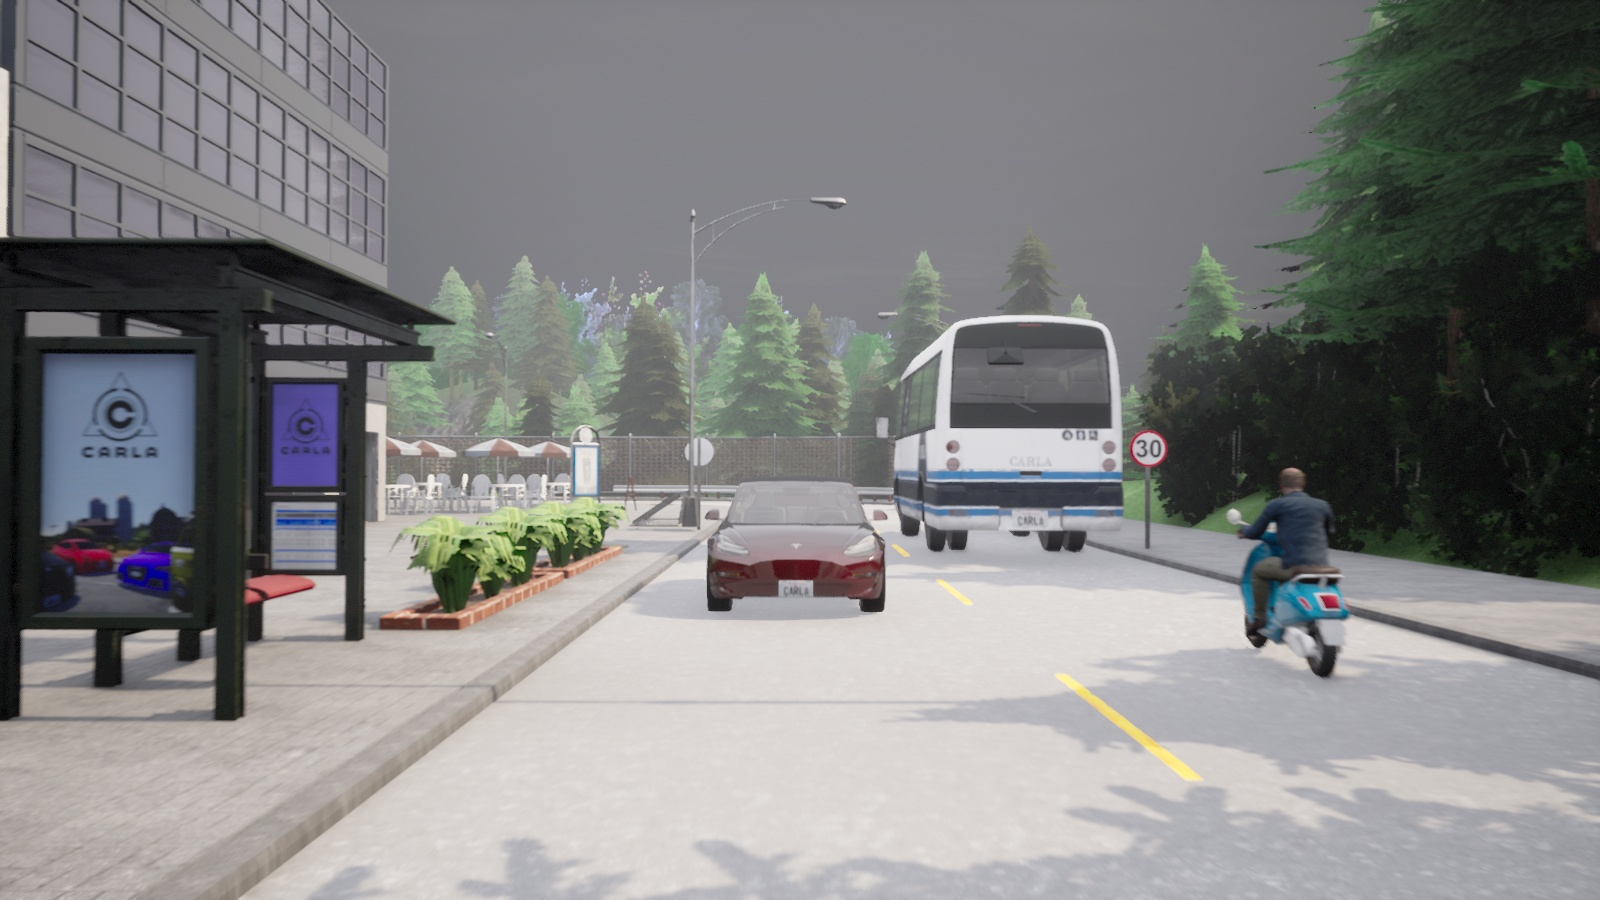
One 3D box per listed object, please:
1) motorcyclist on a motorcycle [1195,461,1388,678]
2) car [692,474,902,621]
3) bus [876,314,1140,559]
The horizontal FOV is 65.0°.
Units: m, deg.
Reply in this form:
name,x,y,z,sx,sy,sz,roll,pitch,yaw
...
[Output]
name,x,y,z,sx,sy,sz,roll,pitch,yaw
motorcyclist on a motorcycle,3.975,0.907,10.333,0.866,1.590,1.817,0,1,0
car,-0.037,1.047,15.325,2.163,1.488,4.792,0,-1,0
bus,3.930,-0.164,27.027,3.944,4.253,10.273,0,-1,0
